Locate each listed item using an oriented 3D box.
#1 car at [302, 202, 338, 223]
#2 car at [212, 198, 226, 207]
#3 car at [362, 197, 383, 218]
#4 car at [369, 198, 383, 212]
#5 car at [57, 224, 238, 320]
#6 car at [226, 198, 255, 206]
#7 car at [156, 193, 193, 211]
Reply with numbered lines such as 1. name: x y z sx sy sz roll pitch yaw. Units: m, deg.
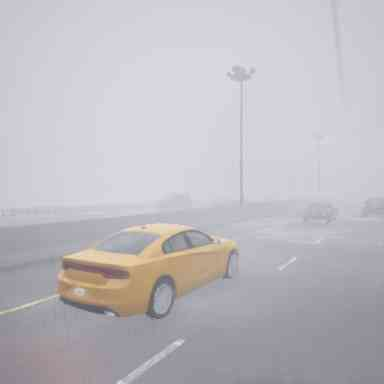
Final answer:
1. car: 9.613 1.468 24.796 2.033 1.411 5.357 0 0 31
2. car: 4.432 1.516 43.858 1.895 1.301 4.718 0 0 31
3. car: 15.966 1.237 28.667 2.097 1.767 4.553 0 0 31
4. car: 21.218 1.412 37.557 1.994 1.385 4.181 0 0 31
5. car: -0.577 1.470 7.570 1.882 1.535 5.008 0 0 31
6. car: 6.226 1.438 40.038 1.812 1.442 4.674 0 0 31
7. car: -1.987 1.172 39.940 2.150 2.045 5.566 0 0 31
